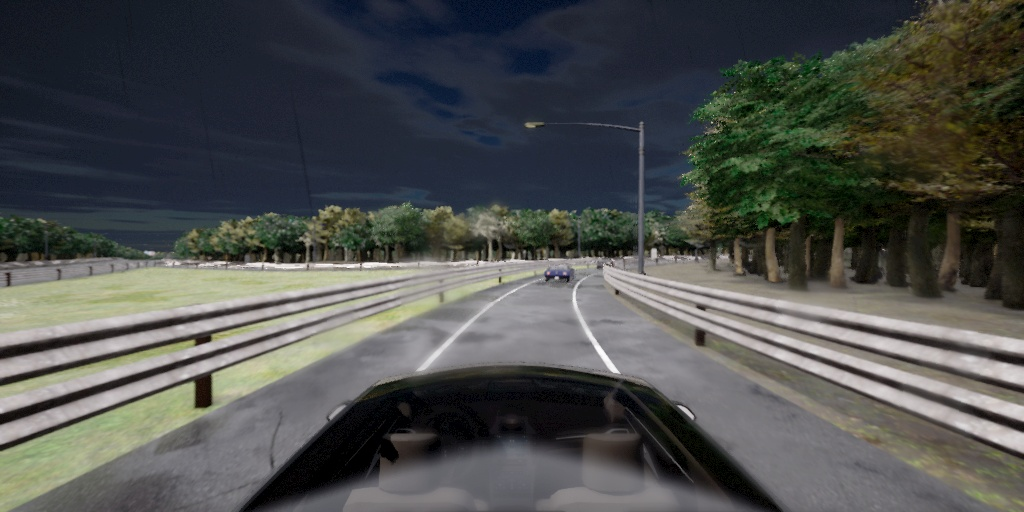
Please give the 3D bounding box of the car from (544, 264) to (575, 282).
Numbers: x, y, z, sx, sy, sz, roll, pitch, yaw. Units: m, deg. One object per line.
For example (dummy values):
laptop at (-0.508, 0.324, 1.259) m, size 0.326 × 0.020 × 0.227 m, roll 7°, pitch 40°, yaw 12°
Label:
car at (3.874, 1.302, 28.347) m, size 1.895 × 1.301 × 4.718 m, roll 0°, pitch 0°, yaw 15°

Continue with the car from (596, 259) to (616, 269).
car at (13.505, 1.134, 51.290) m, size 1.837 × 1.490 × 4.892 m, roll 0°, pitch 1°, yaw 30°
